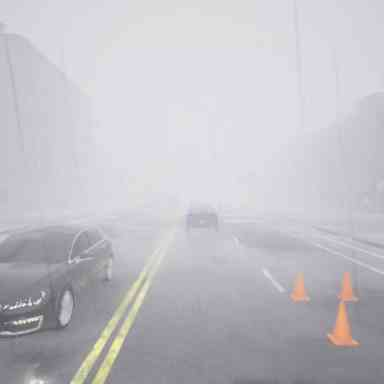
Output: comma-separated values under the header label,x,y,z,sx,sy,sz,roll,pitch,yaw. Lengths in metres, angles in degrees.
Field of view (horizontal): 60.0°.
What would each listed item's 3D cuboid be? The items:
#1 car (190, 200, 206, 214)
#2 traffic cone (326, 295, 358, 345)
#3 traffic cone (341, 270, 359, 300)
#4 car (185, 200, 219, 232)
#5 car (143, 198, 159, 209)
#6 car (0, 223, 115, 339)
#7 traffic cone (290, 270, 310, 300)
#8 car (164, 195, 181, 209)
label,x,y,z,sx,sy,sz,roll,pitch,yaw
car,0.659,1.663,38.946,1.812,1.442,4.674,0,0,0
traffic cone,2.274,1.950,5.047,0.340,0.580,0.340,0,0,0
traffic cone,3.283,1.949,7.042,0.340,0.580,0.340,0,0,0
car,0.578,1.501,20.528,1.882,1.535,5.008,0,0,0
car,-5.973,1.666,48.460,1.882,1.535,5.008,0,0,1
car,-2.933,1.485,6.879,1.837,1.490,4.892,0,0,0
traffic cone,2.283,1.947,7.047,0.340,0.580,0.340,0,0,0
car,-2.725,1.416,48.347,2.150,2.045,5.566,0,-1,1
